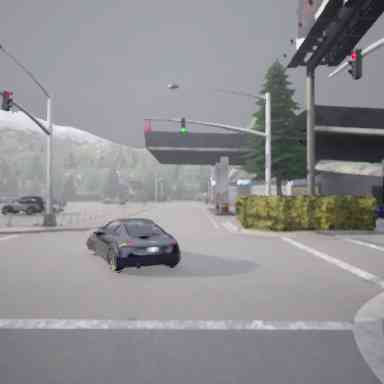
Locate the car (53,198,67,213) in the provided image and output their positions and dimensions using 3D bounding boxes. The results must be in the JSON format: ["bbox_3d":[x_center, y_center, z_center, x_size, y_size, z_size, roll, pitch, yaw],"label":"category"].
[{"bbox_3d":[-16.181,1.637,36.702,3.806,1.475,1.970,0,0,-1],"label":"car"}]

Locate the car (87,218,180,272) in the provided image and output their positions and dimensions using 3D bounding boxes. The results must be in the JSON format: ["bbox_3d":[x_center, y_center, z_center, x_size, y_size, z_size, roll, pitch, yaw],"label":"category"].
[{"bbox_3d":[-2.021,1.546,10.892,1.994,1.385,4.181,2,-1,-28],"label":"car"}]

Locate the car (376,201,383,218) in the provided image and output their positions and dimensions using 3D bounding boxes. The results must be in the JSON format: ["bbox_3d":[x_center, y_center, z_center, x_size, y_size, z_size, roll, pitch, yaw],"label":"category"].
[{"bbox_3d":[17.230,1.727,33.026,2.242,1.667,4.611,0,0,-1],"label":"car"}]

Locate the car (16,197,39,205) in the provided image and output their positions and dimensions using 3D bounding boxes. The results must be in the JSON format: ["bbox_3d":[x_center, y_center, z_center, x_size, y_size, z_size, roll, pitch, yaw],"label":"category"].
[{"bbox_3d":[-35.100,1.917,70.995,3.806,1.475,1.970,0,0,-1],"label":"car"}]

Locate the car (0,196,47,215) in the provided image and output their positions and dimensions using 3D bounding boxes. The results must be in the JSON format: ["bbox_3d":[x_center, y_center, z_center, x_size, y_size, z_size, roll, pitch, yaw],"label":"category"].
[{"bbox_3d":[-16.773,1.328,33.376,3.866,1.878,1.905,0,0,-1],"label":"car"}]

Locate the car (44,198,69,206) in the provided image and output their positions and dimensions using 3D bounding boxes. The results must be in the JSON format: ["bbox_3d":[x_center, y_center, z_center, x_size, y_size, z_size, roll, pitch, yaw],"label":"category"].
[{"bbox_3d":[-24.038,1.763,59.067,3.633,1.501,1.845,0,0,-1],"label":"car"}]

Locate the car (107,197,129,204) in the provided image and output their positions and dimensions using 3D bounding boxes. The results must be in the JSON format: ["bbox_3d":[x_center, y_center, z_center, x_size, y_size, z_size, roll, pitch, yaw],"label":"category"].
[{"bbox_3d":[-16.504,1.895,74.094,4.514,1.523,2.007,0,0,-1],"label":"car"}]

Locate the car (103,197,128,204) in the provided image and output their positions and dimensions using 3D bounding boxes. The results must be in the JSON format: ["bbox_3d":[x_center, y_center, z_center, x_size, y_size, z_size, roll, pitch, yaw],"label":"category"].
[{"bbox_3d":[-16.434,1.862,70.958,5.027,1.636,2.152,0,0,-1],"label":"car"}]

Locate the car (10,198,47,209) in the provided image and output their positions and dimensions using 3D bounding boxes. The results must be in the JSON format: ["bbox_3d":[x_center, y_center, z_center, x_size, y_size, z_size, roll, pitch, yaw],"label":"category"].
[{"bbox_3d":[-24.022,1.667,49.075,4.514,1.523,2.007,0,0,-1],"label":"car"}]
